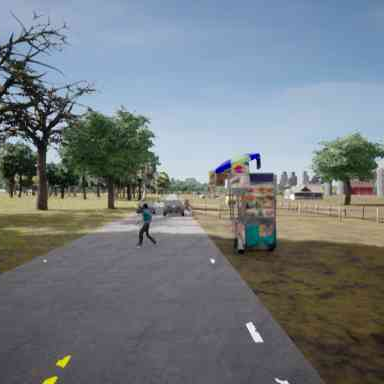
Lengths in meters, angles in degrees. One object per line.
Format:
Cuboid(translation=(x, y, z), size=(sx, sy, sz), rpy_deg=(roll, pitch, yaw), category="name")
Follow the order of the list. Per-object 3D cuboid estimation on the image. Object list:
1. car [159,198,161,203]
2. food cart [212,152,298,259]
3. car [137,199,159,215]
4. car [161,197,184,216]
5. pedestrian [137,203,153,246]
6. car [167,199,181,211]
Cuboid(translation=(-7.047, 2.032, 77.822), size=(2.128, 1.511, 4.902), rpy_deg=(0, -1, -3), category="car")
Cuboid(translation=(2.271, 0.496, 13.528), size=(2.280, 3.560, 4.660), rpy_deg=(-1, -1, -3), category="food cart")
Cuboid(translation=(-4.909, 1.671, 36.363), size=(1.882, 1.535, 5.008), rpy_deg=(0, 0, -3), category="car")
Cuboid(translation=(-1.898, 1.532, 34.942), size=(2.097, 1.767, 4.553), rpy_deg=(0, 0, -3), category="car")
Cuboid(translation=(-1.950, 1.329, 13.840), size=(0.375, 1.860, 0.375), rpy_deg=(1, -2, -18), category="pedestrian")
Cuboid(translation=(-2.594, 1.803, 47.570), size=(1.837, 1.490, 4.892), rpy_deg=(0, -1, -3), category="car")
